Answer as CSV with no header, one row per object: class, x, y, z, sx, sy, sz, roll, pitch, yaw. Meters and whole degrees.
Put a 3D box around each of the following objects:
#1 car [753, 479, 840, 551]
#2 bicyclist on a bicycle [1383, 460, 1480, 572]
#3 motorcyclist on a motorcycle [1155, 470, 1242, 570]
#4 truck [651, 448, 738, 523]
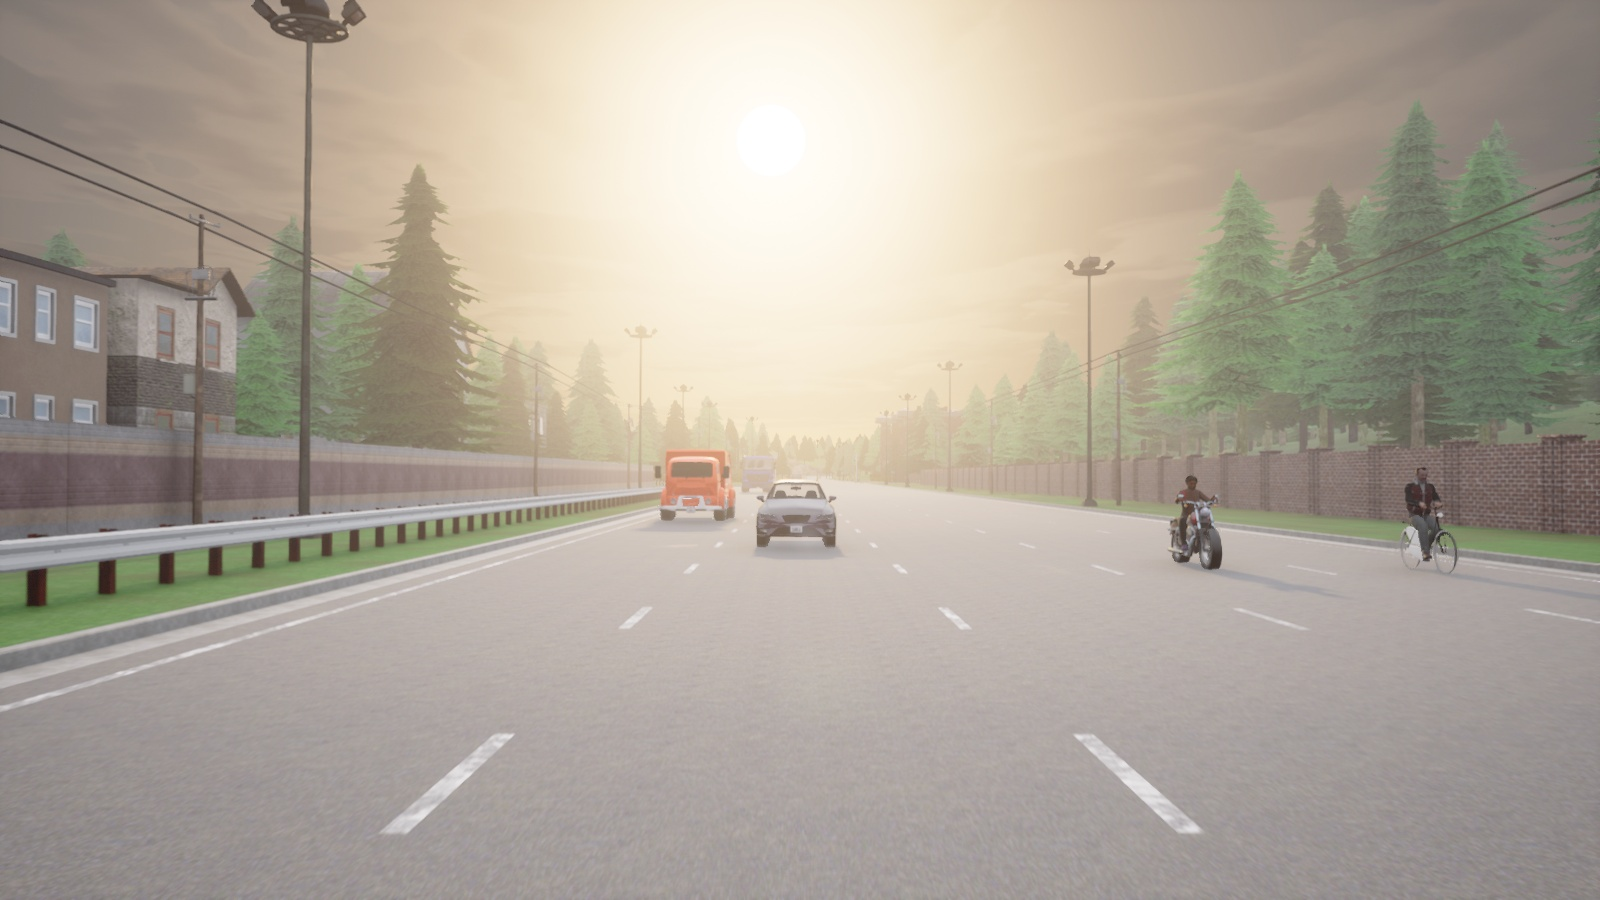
car,-0.071,1.403,28.361,1.816,1.474,4.193,0,-1,0
bicyclist on a bicycle,10.447,1.068,20.854,0.659,1.776,1.843,0,-1,0
motorcyclist on a motorcycle,6.945,1.185,22.003,0.766,1.649,2.350,0,-1,0
truck,-3.612,1.231,43.992,2.627,2.467,5.204,0,-1,0
